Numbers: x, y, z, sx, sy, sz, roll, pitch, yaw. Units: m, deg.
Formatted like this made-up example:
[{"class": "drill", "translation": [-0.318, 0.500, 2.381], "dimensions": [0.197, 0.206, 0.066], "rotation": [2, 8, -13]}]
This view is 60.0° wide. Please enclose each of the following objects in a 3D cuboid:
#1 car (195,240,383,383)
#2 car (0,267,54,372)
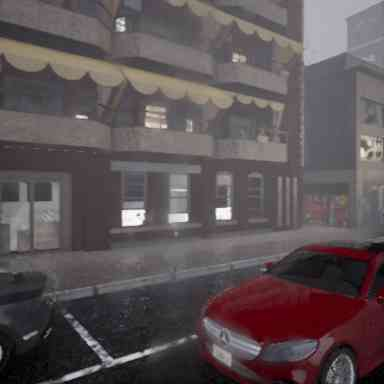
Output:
[{"class": "car", "translation": [2.233, 1.513, 4.953], "dimensions": [4.674, 1.442, 1.812], "rotation": [0, 0, -35]}, {"class": "car", "translation": [-3.935, 1.554, 3.752], "dimensions": [4.403, 1.369, 2.008], "rotation": [0, 0, -35]}]
